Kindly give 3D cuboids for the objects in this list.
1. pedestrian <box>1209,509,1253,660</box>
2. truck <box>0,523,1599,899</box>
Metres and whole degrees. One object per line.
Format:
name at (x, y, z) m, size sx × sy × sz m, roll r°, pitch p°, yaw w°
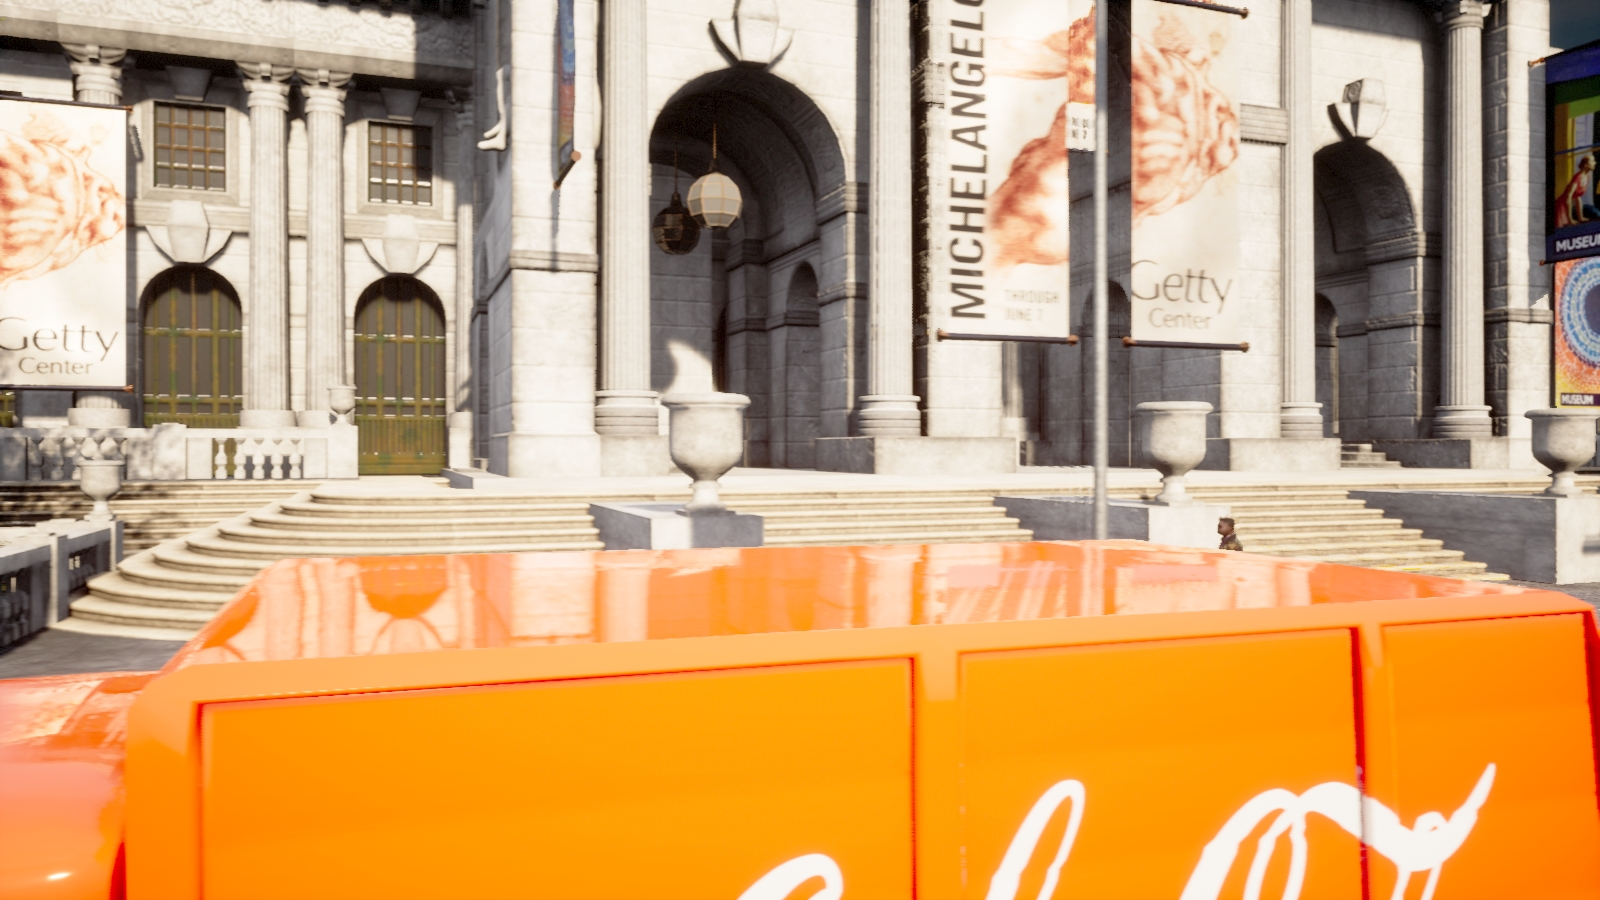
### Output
pedestrian at (5.454, 1.688, 14.457) m, size 0.375 × 1.860 × 0.375 m, roll 0°, pitch 0°, yaw -11°
truck at (-0.680, 1.567, 3.051) m, size 5.204 × 2.467 × 2.627 m, roll 0°, pitch 0°, yaw -20°
